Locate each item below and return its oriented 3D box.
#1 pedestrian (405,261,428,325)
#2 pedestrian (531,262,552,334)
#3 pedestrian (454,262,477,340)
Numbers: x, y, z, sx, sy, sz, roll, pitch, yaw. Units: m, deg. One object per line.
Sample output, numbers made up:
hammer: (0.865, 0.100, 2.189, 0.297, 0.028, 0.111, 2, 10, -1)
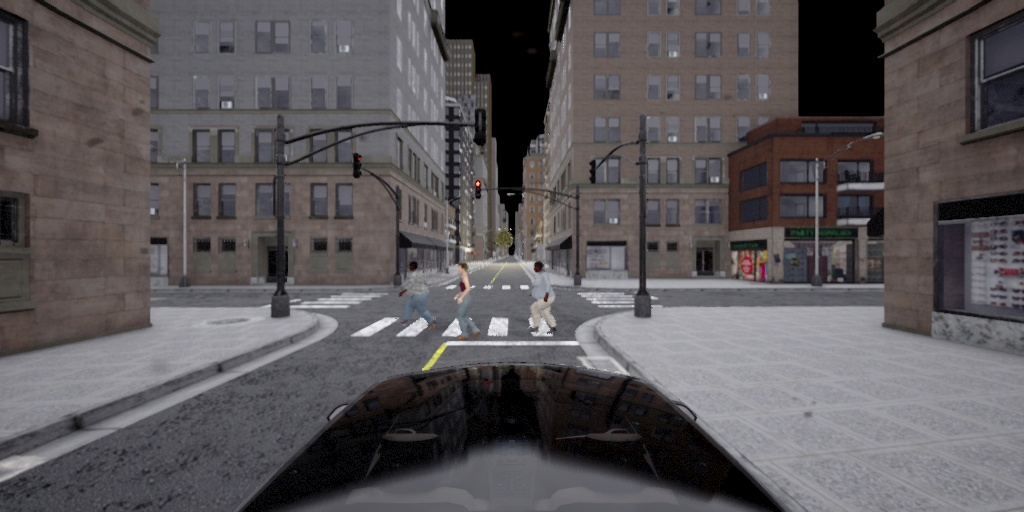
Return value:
pedestrian: (-2.533, 1.015, 9.556, 0.375, 1.860, 0.375, 0, 0, 0)
pedestrian: (0.734, 1.017, 8.954, 0.375, 1.860, 0.375, 0, 0, 0)
pedestrian: (-1.088, 1.019, 8.355, 0.375, 1.860, 0.375, 0, 0, 0)
